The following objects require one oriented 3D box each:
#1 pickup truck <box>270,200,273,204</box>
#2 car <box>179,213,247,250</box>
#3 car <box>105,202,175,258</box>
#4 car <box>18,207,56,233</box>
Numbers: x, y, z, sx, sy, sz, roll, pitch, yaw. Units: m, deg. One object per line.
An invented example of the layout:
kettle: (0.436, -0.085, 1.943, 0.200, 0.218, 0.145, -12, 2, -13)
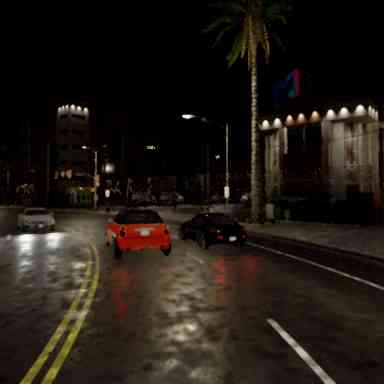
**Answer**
pickup truck: (11.126, 1.479, 38.576, 2.390, 2.098, 6.274, 0, -1, 40)
car: (0.830, 1.680, 15.248, 1.812, 1.442, 4.674, 0, 0, -20)
car: (-2.365, 1.491, 13.801, 2.097, 1.767, 4.553, 0, -1, -19)
car: (-10.116, 1.742, 21.542, 1.812, 1.442, 4.674, 0, -1, -32)
